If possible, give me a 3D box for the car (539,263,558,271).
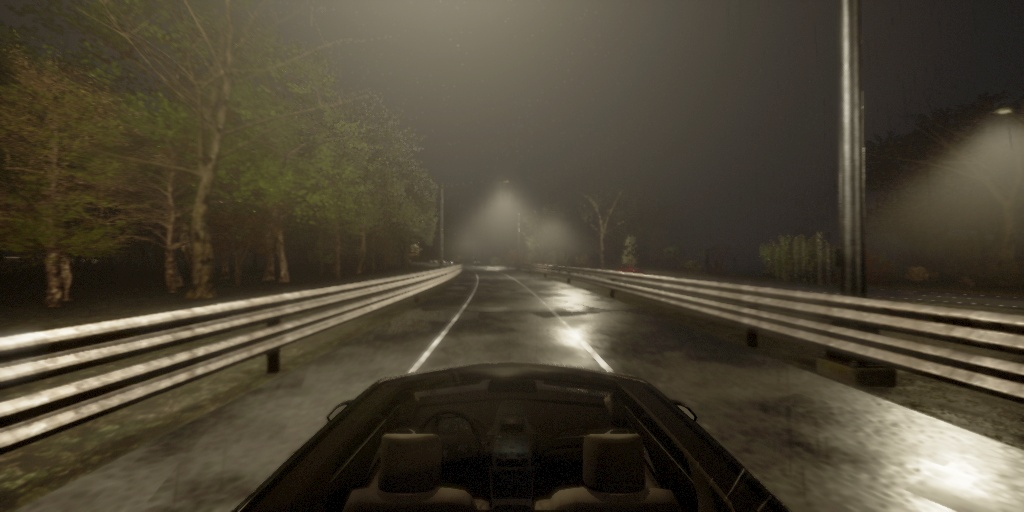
[{"bbox_3d":[6.467,1.929,63.468,2.128,1.511,4.902,0,0,-24],"label":"car"}]

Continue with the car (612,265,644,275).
[{"bbox_3d":[14.533,1.883,45.176,1.812,1.442,4.674,0,0,-24],"label":"car"}]
